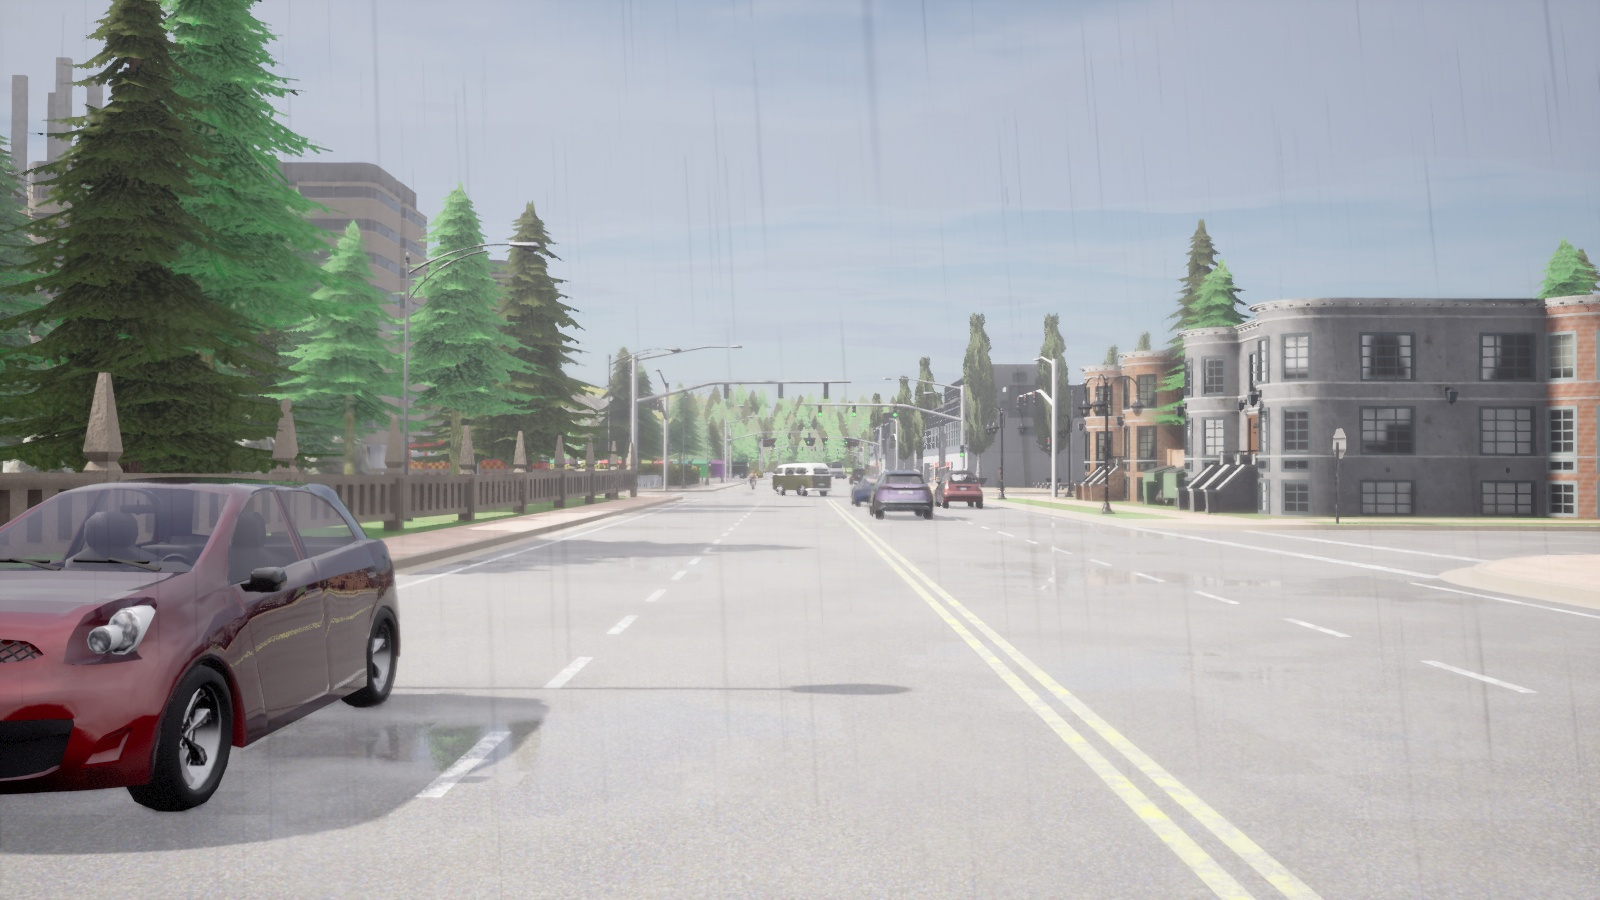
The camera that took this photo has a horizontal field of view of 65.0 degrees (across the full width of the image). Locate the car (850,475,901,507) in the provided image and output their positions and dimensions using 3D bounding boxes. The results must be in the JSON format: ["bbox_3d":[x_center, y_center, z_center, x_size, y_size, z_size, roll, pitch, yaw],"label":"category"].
[{"bbox_3d":[3.373,1.817,56.802,1.994,1.385,4.181,0,-1,0],"label":"car"}]

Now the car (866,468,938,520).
[{"bbox_3d":[3.404,1.447,42.716,2.033,1.649,4.856,0,-1,0],"label":"car"}]

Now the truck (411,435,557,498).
[{"bbox_3d":[-19.815,1.053,79.054,8.468,3.827,2.891,0,-1,0],"label":"truck"}]

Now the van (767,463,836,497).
[{"bbox_3d":[0.048,1.835,77.475,2.069,2.038,4.480,1,-2,-35],"label":"van"}]

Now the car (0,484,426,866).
[{"bbox_3d":[-3.515,0.958,6.892,1.845,1.501,3.633,0,-1,0],"label":"car"}]

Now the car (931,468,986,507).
[{"bbox_3d":[6.877,1.603,54.766,1.851,1.617,3.988,0,-1,0],"label":"car"}]
